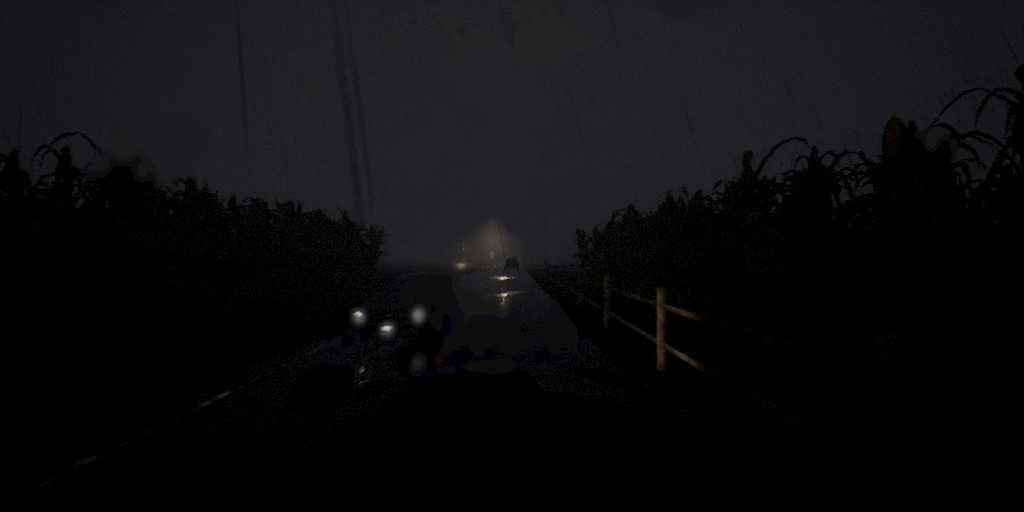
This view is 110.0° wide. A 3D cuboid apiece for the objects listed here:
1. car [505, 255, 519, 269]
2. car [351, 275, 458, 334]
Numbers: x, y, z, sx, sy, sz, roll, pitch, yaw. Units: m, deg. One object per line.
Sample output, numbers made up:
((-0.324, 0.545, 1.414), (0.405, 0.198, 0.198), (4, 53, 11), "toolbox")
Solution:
((-0.030, 1.041, 52.878), (2.097, 1.767, 4.553), (0, 0, 0), "car")
((-2.840, 1.280, 10.856), (2.033, 1.411, 5.357), (0, 0, 0), "car")
